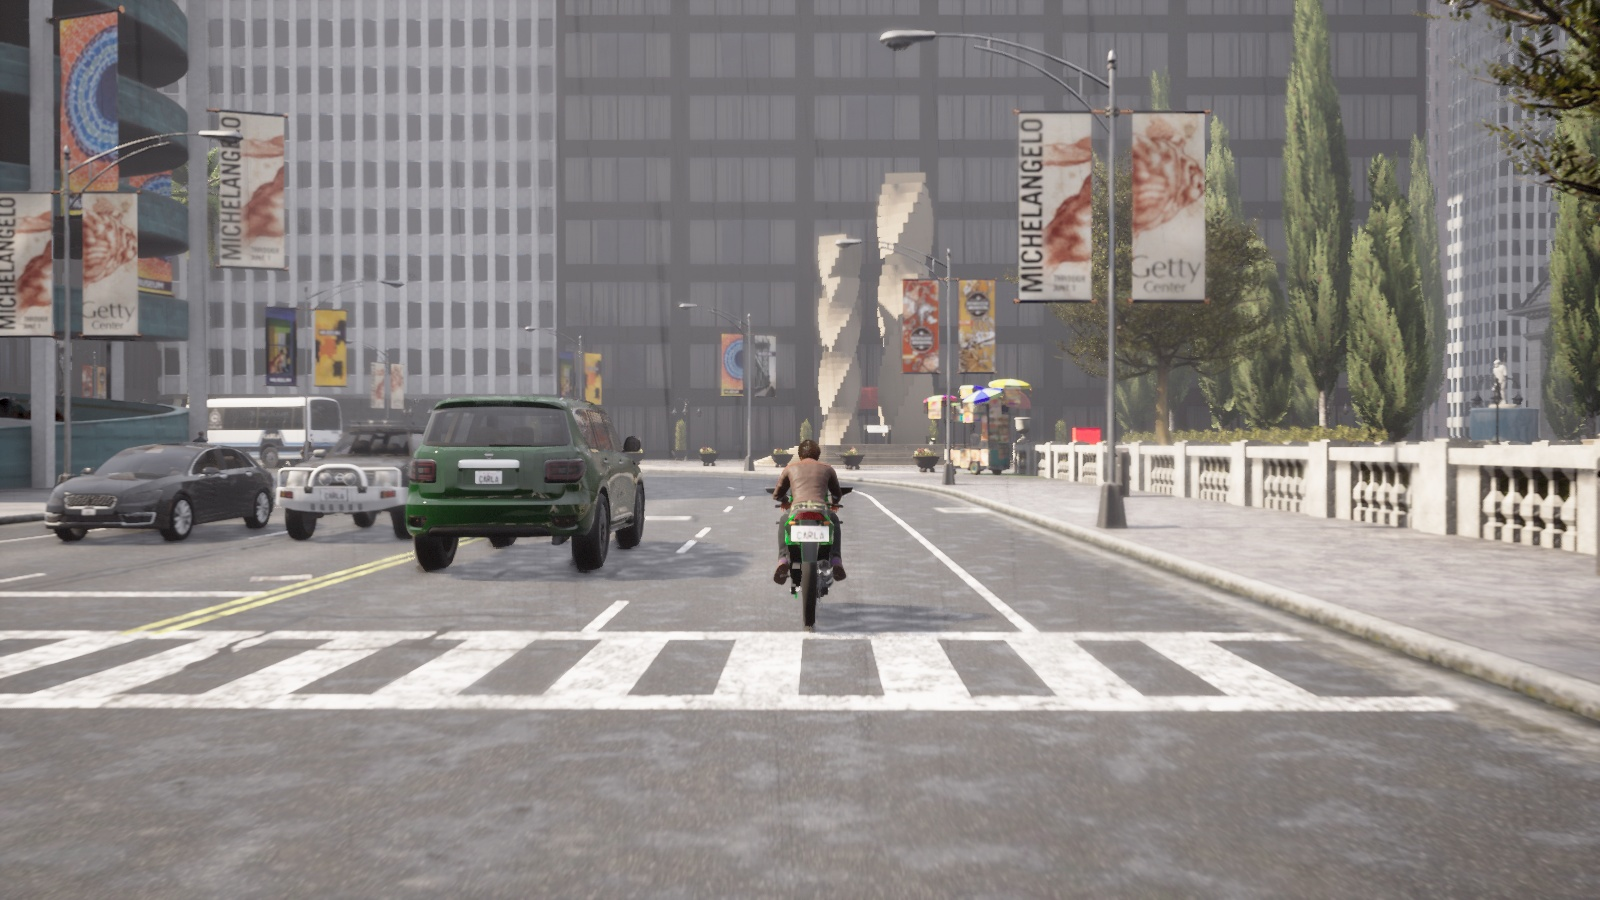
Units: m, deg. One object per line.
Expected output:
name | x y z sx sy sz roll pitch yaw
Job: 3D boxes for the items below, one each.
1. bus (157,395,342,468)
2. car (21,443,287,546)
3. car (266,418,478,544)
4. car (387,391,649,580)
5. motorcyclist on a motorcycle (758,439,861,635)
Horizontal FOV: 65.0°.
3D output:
bus | -33.742 -1.094 77.032 10.273 4.253 3.944 0 0 17
car | -10.371 0.626 20.662 1.837 1.490 4.892 0 0 0
car | -6.871 0.440 20.727 1.932 1.855 4.605 0 0 0
car | -3.388 0.370 16.375 2.150 2.045 5.566 0 0 0
motorcyclist on a motorcycle | 0.078 0.668 10.756 0.797 1.523 2.044 0 0 0
